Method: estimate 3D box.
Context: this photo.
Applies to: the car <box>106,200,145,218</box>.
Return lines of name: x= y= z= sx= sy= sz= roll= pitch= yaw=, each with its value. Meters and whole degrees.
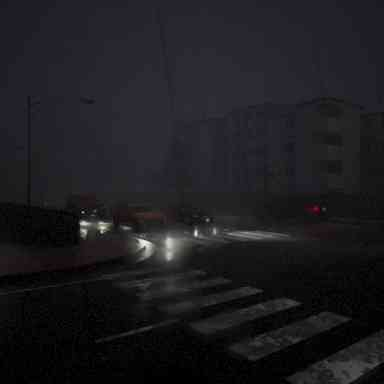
car: x=-6.215 y=1.525 z=30.777 sx=1.812 sy=1.442 sz=4.674 roll=0 pitch=0 yaw=-36

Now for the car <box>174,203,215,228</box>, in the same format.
car: x=-0.454 y=1.491 z=22.701 sx=2.128 sy=1.511 sz=4.902 roll=0 pitch=0 yaw=-36

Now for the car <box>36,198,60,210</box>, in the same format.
car: x=-17.685 y=1.477 z=40.746 sx=1.882 sy=1.535 sz=5.008 roll=0 pitch=0 yaw=-36

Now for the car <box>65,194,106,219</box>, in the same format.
car: x=-9.530 y=1.223 z=29.409 sx=2.150 sy=2.045 sz=5.566 roll=0 pitch=0 yaw=-36

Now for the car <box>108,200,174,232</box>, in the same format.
car: x=-3.349 y=1.477 z=20.652 sx=1.882 sy=1.535 sz=5.008 roll=0 pitch=0 yaw=-34

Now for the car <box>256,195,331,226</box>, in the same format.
car: x=7.168 y=1.223 z=24.059 sx=2.150 sy=2.045 sz=5.566 roll=0 pitch=0 yaw=-36

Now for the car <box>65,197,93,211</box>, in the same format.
car: x=-14.382 y=1.477 z=42.140 sx=1.882 sy=1.535 sz=5.008 roll=0 pitch=0 yaw=-37
